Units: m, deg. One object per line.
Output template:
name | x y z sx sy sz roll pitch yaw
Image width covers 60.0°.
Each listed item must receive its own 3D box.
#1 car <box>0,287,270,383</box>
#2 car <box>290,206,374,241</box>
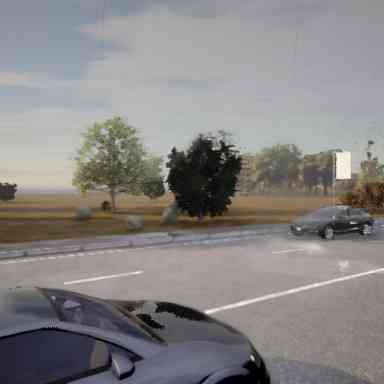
car | -1.302 1.558 2.734 4.181 1.385 1.994 0 0 -35
car | 7.063 1.480 16.685 4.892 1.490 1.837 0 0 -30
